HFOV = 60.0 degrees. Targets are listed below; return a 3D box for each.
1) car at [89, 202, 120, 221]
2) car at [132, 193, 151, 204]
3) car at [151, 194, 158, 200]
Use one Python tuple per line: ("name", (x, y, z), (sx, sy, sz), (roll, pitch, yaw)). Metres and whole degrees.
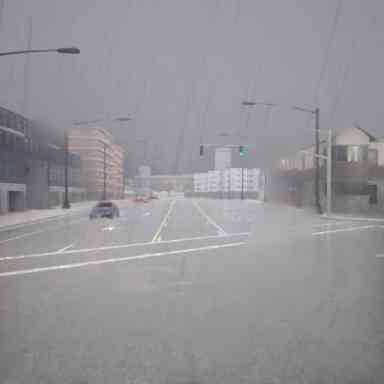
("car", (-7.393, 1.599, 28.419), (1.812, 1.442, 4.674), (0, 0, -2))
("car", (-8.266, 0.981, 53.410), (2.097, 1.767, 4.553), (0, 1, -2))
("car", (-9.168, 1.234, 79.190), (1.994, 1.385, 4.181), (0, -1, -2))
